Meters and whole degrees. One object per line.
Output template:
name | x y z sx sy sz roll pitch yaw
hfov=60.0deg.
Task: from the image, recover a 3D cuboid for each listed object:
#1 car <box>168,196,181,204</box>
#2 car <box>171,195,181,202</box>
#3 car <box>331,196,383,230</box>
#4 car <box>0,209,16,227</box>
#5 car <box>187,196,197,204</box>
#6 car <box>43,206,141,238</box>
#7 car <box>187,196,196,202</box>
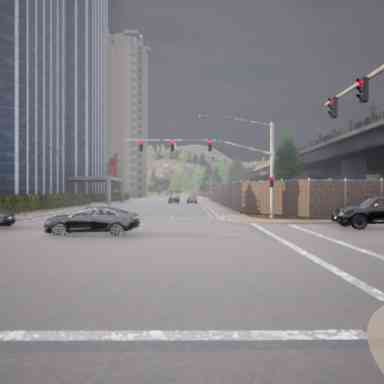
car | -3.488 1.444 64.239 1.882 1.535 5.008 0 0 0
car | -3.598 1.502 74.457 2.033 1.411 5.357 0 0 0
car | 11.818 1.267 20.970 5.566 2.045 2.150 0 0 0
car | -13.393 1.589 20.874 4.181 1.385 1.994 0 0 0
car | 0.014 1.530 64.636 1.994 1.385 4.181 0 0 0
car | -5.140 1.511 17.404 4.902 1.511 2.128 0 0 0
car | -0.099 1.557 74.598 1.895 1.301 4.718 0 0 0
